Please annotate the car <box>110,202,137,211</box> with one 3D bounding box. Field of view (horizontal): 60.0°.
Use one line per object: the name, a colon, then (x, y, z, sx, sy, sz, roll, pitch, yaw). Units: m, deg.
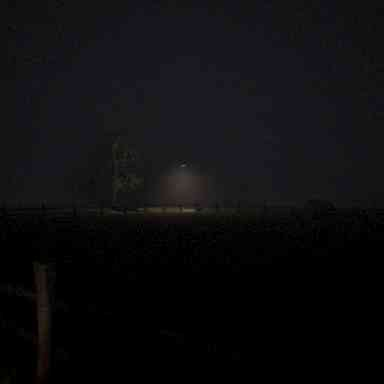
car: (-10.398, 2.249, 50.794, 1.994, 1.385, 4.181, 0, -1, 38)
